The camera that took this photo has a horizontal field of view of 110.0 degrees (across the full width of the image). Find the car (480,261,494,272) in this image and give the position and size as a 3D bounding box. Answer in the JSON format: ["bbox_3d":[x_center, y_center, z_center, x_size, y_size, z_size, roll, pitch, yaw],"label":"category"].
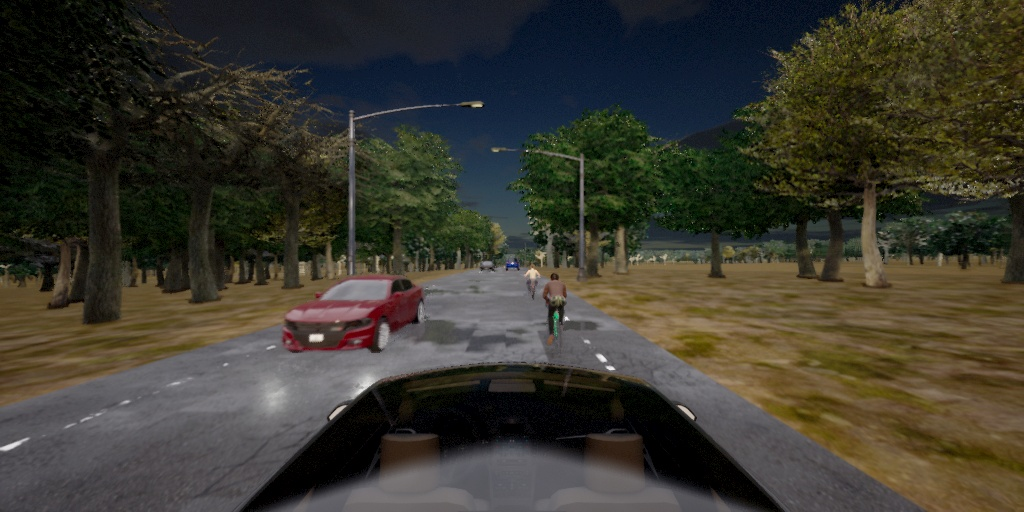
[{"bbox_3d":[-3.586,1.457,52.159,1.882,1.535,5.008,0,-1,0],"label":"car"}]

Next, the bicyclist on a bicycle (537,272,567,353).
[{"bbox_3d":[0.961,1.204,7.911,0.582,1.620,1.656,0,0,0],"label":"bicyclist on a bicycle"}]

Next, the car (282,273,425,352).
[{"bbox_3d":[-3.601,1.229,9.093,1.882,1.535,5.008,0,0,0],"label":"car"}]

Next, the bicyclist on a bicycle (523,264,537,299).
[{"bbox_3d":[0.962,1.194,16.870,0.866,1.612,1.509,0,-1,0],"label":"bicyclist on a bicycle"}]

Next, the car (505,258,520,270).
[{"bbox_3d":[0.102,1.290,59.777,2.150,2.045,5.566,0,0,0],"label":"car"}]
